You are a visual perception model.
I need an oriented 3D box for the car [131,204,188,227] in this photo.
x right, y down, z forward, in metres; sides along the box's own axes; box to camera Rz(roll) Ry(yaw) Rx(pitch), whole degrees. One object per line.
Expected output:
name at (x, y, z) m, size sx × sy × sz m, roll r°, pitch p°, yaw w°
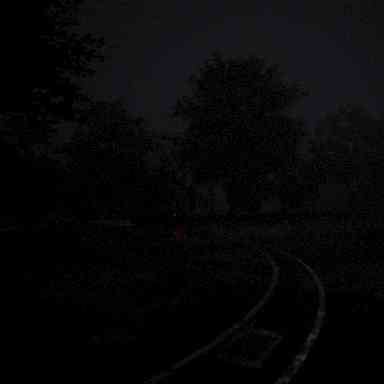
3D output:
car at (-2.652, 1.770, 26.407) m, size 4.553 × 1.767 × 2.097 m, roll -1°, pitch -1°, yaw 31°
